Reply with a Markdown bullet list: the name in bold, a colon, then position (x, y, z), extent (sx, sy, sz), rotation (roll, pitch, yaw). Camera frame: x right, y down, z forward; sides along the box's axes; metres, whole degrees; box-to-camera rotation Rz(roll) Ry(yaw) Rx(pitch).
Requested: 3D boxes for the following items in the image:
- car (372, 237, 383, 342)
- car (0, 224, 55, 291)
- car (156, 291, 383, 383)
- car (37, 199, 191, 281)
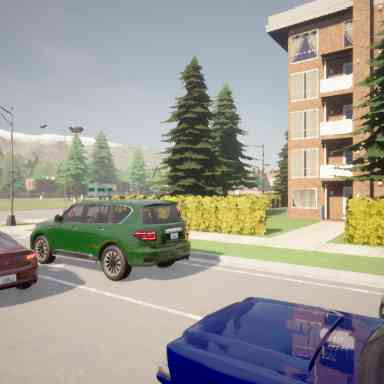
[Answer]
- **car**: position (5.044, 1.564, 4.698), extent (4.181, 1.385, 1.994), rotation (0, 0, 35)
- **car**: position (-5.432, 1.526, 7.810), extent (4.674, 1.442, 1.812), rotation (0, 0, 36)
- **car**: position (2.008, 1.601, 2.564), extent (4.718, 1.301, 1.895), rotation (0, 0, 35)
- **car**: position (-2.628, 1.221, 10.103), extent (5.566, 2.045, 2.150), rotation (0, 0, 36)
